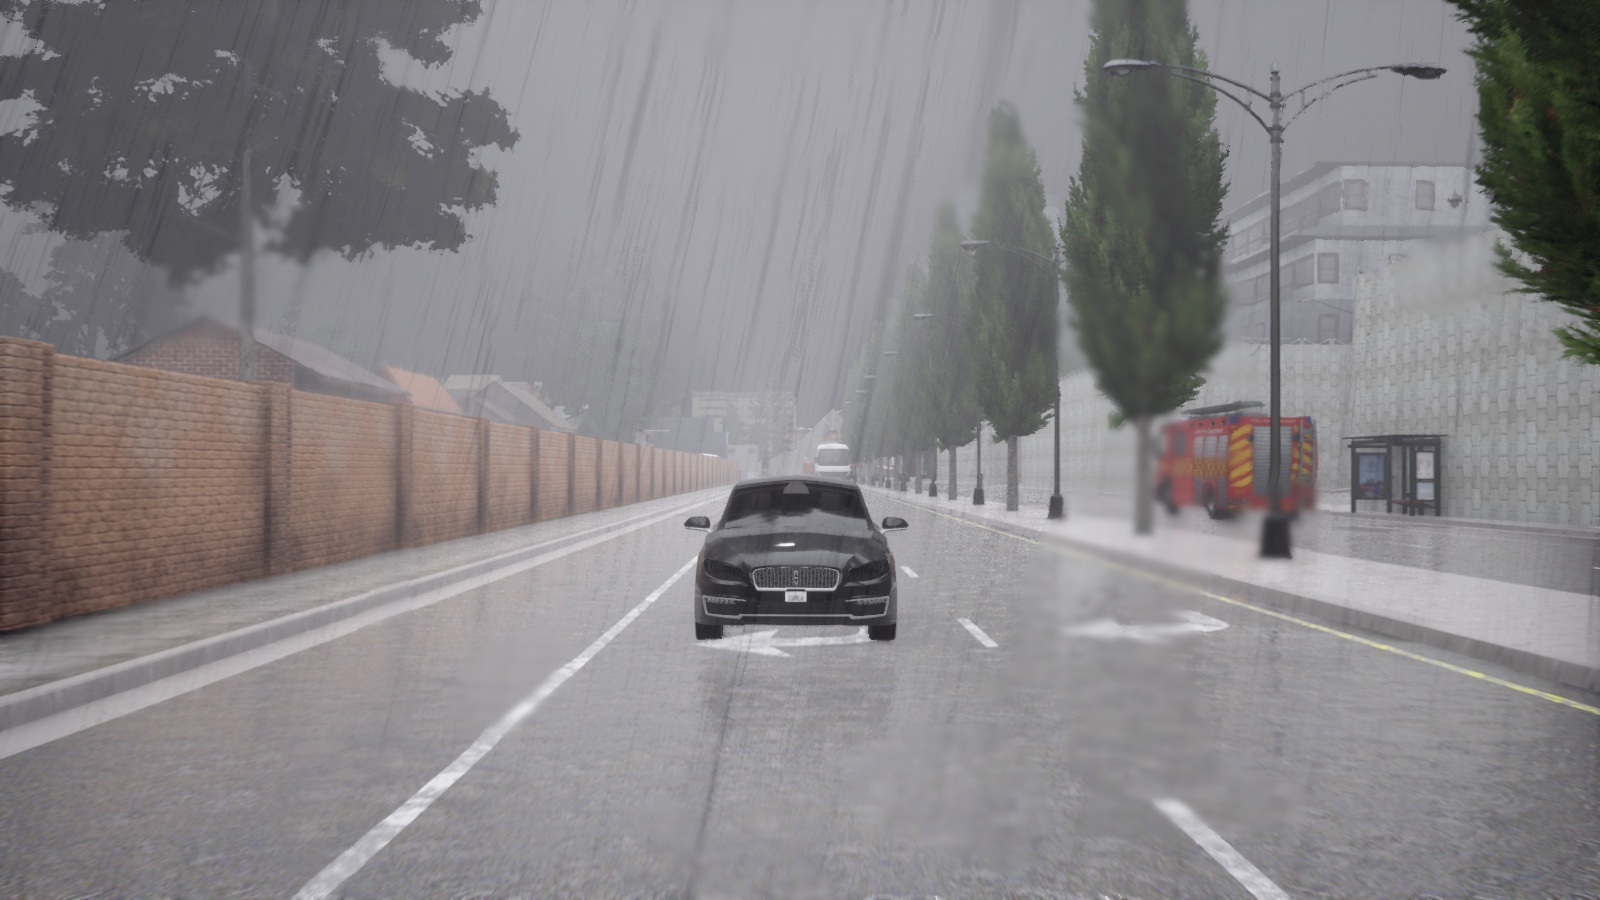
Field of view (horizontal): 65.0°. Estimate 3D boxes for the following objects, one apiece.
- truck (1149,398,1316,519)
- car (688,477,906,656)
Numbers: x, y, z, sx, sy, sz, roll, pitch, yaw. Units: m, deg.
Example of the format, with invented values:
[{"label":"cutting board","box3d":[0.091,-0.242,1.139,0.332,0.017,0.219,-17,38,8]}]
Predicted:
[{"label":"truck","box3d":[14.888,0.328,44.050,2.891,3.827,8.468,0,-1,0]},{"label":"car","box3d":[-0.032,1.039,13.101,1.837,1.490,4.892,0,-1,0]}]
